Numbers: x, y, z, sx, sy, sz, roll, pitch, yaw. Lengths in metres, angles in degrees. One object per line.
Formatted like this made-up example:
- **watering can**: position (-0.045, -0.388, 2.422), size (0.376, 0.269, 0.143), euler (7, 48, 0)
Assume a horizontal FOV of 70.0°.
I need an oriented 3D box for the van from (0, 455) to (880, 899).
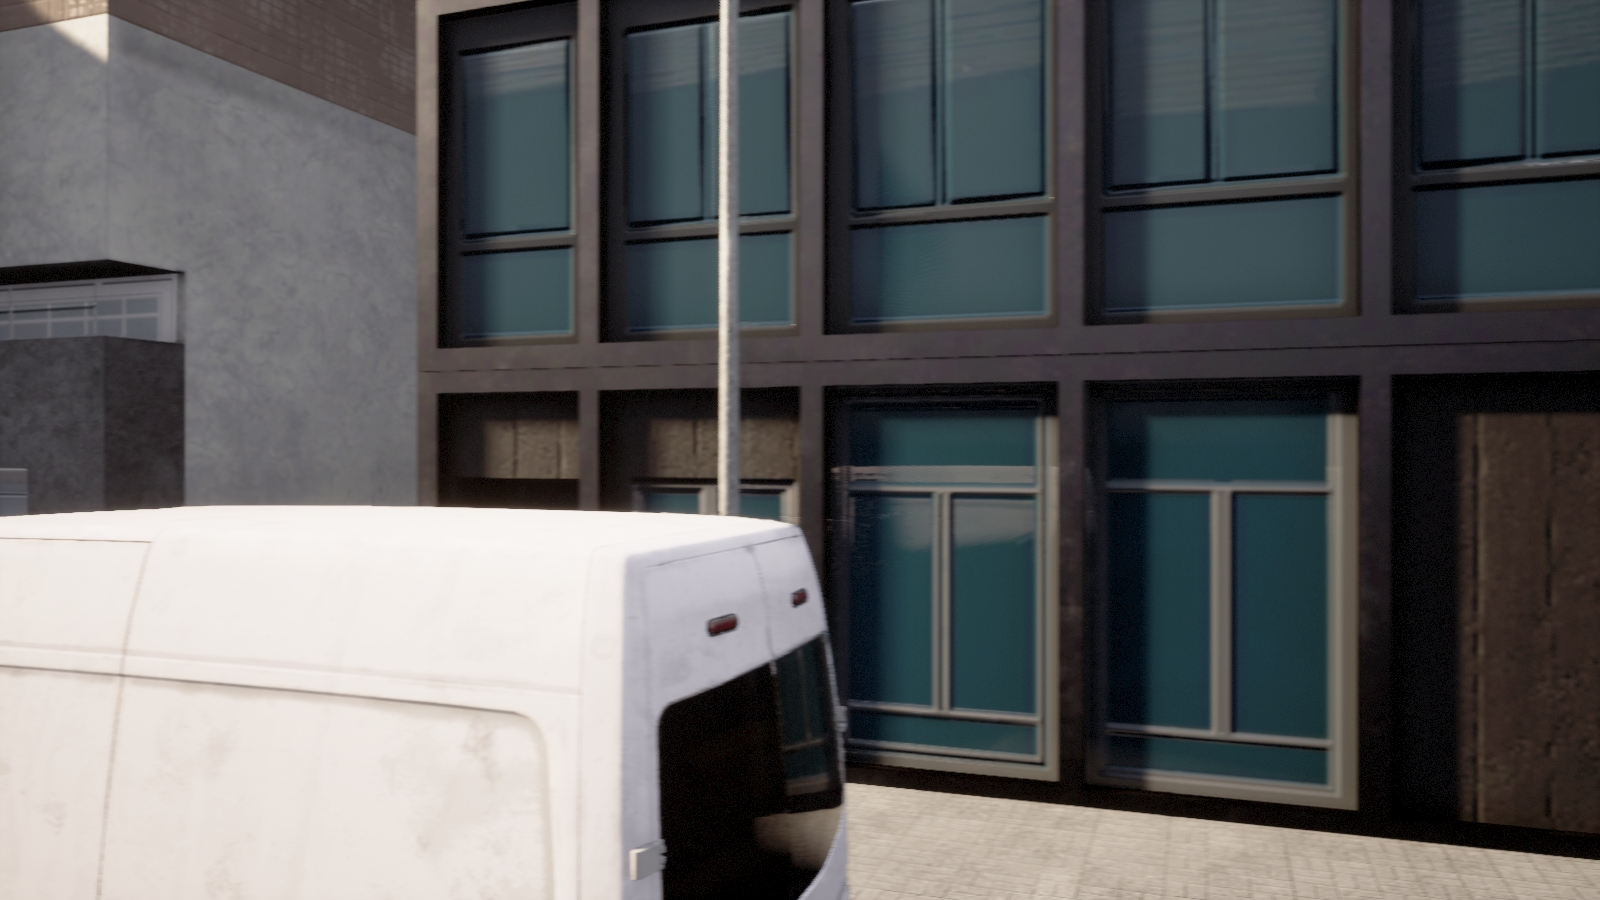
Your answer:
- **van**: position (-2.793, 1.313, 4.797), size (5.915, 2.561, 1.988), euler (0, 0, 20)
